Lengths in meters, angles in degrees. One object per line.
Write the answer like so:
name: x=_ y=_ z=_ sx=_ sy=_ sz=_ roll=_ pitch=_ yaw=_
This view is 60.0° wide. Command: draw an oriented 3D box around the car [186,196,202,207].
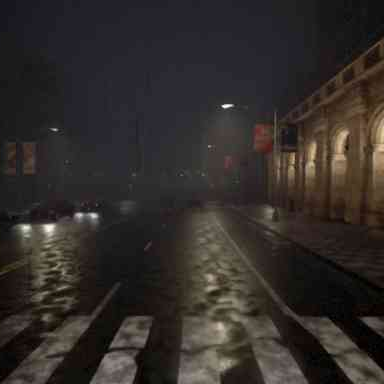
car: x=0.250 y=1.219 z=44.607 sx=2.128 sy=1.511 sz=4.902 roll=0 pitch=0 yaw=1

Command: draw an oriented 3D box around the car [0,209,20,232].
car: x=-10.596 y=1.501 z=16.413 sx=1.895 sy=1.301 sz=4.718 roll=0 pitch=0 yaw=0

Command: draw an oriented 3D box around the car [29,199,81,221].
car: x=-10.535 y=1.322 z=25.496 sx=1.882 sy=1.535 sz=5.008 roll=0 pitch=0 yaw=1

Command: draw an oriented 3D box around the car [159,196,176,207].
car: x=-3.249 y=1.219 z=44.663 sx=2.128 sy=1.511 sz=4.902 roll=0 pitch=0 yaw=1

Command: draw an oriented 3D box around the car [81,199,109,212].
car: x=-10.380 y=1.383 z=35.778 sx=1.895 sy=1.301 sz=4.718 roll=0 pitch=0 yaw=1
